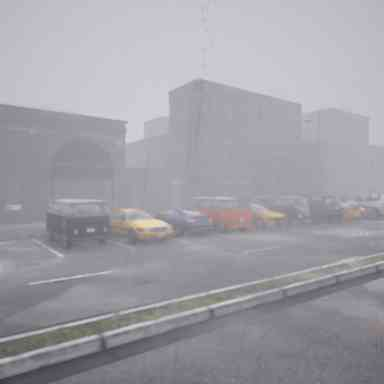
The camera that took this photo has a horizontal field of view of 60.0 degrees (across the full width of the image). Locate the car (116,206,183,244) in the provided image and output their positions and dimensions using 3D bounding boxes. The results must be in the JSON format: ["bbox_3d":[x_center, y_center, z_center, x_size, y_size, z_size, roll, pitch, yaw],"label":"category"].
[{"bbox_3d":[-2.861,1.486,16.348,1.946,1.575,5.366,0,0,-36],"label":"car"}]

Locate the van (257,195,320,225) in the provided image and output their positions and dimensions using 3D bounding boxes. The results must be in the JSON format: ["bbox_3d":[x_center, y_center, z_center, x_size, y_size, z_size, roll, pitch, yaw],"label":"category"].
[{"bbox_3d":[6.071,1.250,22.819,1.878,1.987,4.442,0,0,-36],"label":"van"}]

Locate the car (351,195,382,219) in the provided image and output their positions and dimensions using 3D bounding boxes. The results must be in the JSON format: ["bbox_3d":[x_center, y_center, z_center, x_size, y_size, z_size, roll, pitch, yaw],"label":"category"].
[{"bbox_3d":[12.817,1.339,27.822,2.185,1.767,4.553,0,0,-36],"label":"car"}]

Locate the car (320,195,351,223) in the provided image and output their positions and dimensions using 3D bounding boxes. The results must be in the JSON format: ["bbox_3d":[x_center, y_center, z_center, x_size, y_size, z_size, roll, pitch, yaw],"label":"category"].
[{"bbox_3d":[8.230,1.221,24.540,2.435,2.045,5.566,0,0,-36],"label":"car"}]

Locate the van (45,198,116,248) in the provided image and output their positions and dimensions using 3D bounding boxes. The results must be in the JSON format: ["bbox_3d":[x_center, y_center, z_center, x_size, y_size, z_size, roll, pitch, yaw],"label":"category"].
[{"bbox_3d":[-5.282,1.267,14.989,1.878,1.987,4.442,0,0,-36],"label":"van"}]

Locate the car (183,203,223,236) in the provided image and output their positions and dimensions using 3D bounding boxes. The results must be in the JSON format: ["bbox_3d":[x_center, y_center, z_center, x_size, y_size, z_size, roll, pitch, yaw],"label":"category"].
[{"bbox_3d":[-0.725,1.524,18.101,2.002,1.452,4.674,0,0,-36],"label":"car"}]

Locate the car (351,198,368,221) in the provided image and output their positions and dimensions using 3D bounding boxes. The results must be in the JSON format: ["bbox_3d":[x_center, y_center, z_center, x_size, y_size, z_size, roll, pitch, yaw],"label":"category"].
[{"bbox_3d":[10.595,1.469,26.190,2.097,1.535,5.008,0,0,-36],"label":"car"}]

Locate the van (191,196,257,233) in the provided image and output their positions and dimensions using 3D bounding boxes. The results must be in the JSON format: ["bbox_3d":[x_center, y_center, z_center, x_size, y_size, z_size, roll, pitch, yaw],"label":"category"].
[{"bbox_3d":[1.448,1.255,19.801,1.878,1.987,4.442,0,0,-36],"label":"van"}]

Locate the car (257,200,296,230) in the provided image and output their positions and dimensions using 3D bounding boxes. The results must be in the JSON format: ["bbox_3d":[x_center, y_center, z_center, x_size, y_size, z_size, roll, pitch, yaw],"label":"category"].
[{"bbox_3d":[3.757,1.478,21.314,2.097,1.535,5.008,0,0,-36],"label":"car"}]

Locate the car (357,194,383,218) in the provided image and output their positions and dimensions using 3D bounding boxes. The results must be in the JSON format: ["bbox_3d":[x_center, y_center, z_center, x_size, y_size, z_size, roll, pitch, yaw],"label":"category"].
[{"bbox_3d":[14.962,1.210,29.353,2.435,2.045,5.566,0,0,-36],"label":"car"}]
